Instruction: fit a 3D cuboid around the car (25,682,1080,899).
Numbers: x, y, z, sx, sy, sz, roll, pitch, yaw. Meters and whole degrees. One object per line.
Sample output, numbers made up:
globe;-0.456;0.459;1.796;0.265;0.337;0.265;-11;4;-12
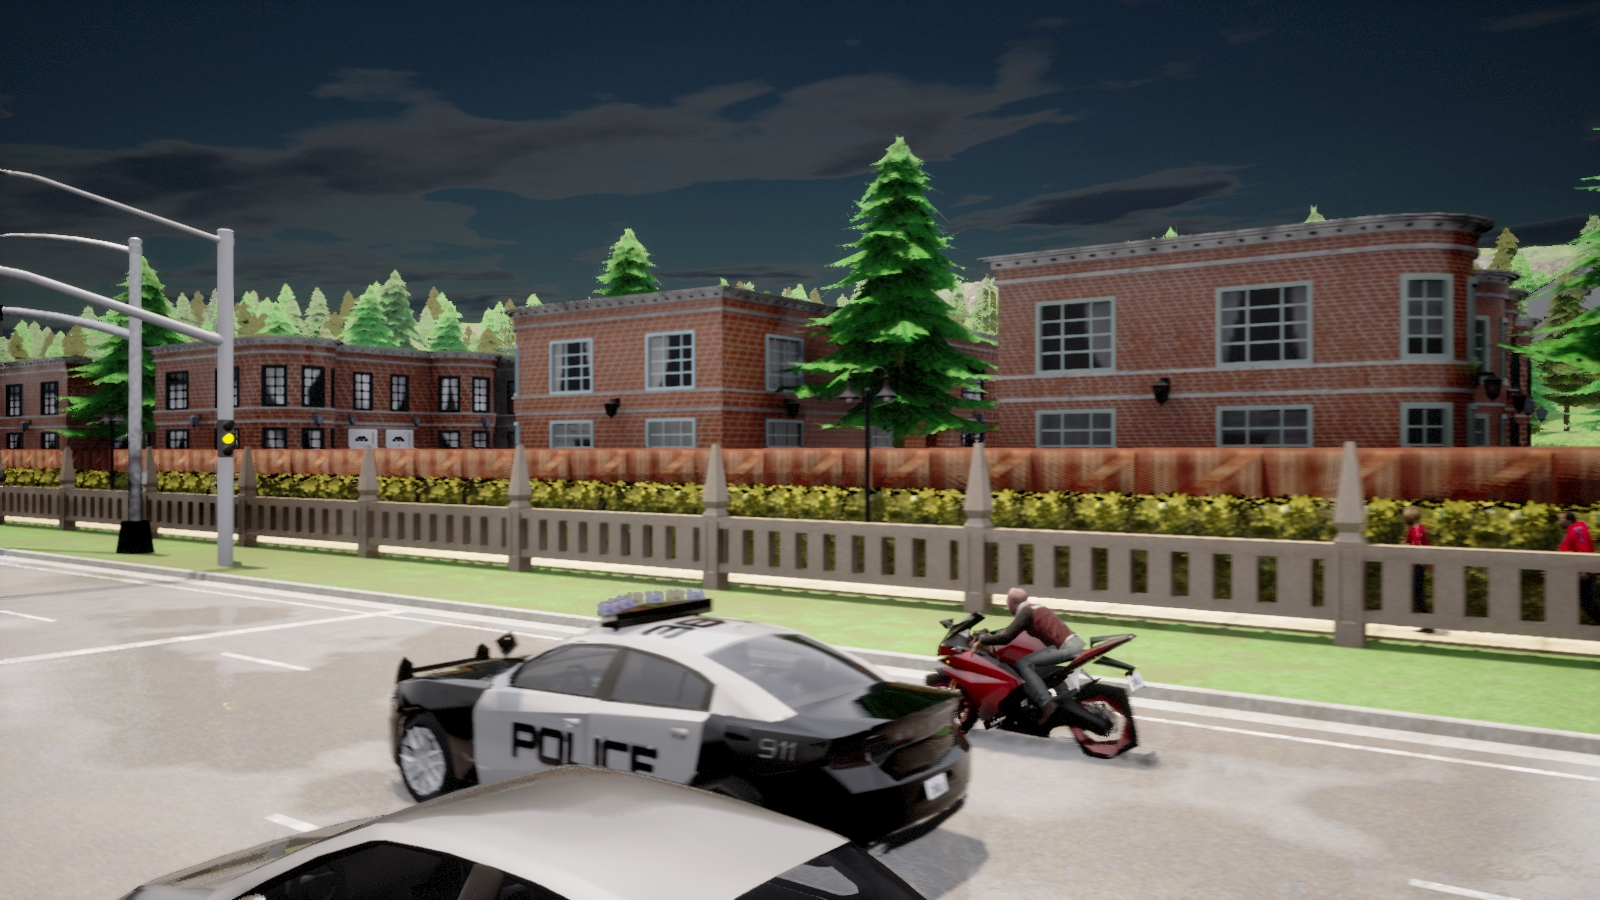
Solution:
car;-1.215;2.068;4.634;4.193;1.474;1.816;0;0;35

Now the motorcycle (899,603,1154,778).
motorcycle;2.117;2.207;10.848;2.209;1.251;0.867;0;0;35

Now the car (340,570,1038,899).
car;-1.050;1.986;8.794;5.238;1.638;2.097;0;0;35

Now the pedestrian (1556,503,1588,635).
pedestrian;11.140;1.702;16.487;0.375;1.860;0.375;0;0;34

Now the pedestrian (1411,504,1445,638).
pedestrian;8.933;1.703;16.248;0.375;1.860;0.375;0;0;35
